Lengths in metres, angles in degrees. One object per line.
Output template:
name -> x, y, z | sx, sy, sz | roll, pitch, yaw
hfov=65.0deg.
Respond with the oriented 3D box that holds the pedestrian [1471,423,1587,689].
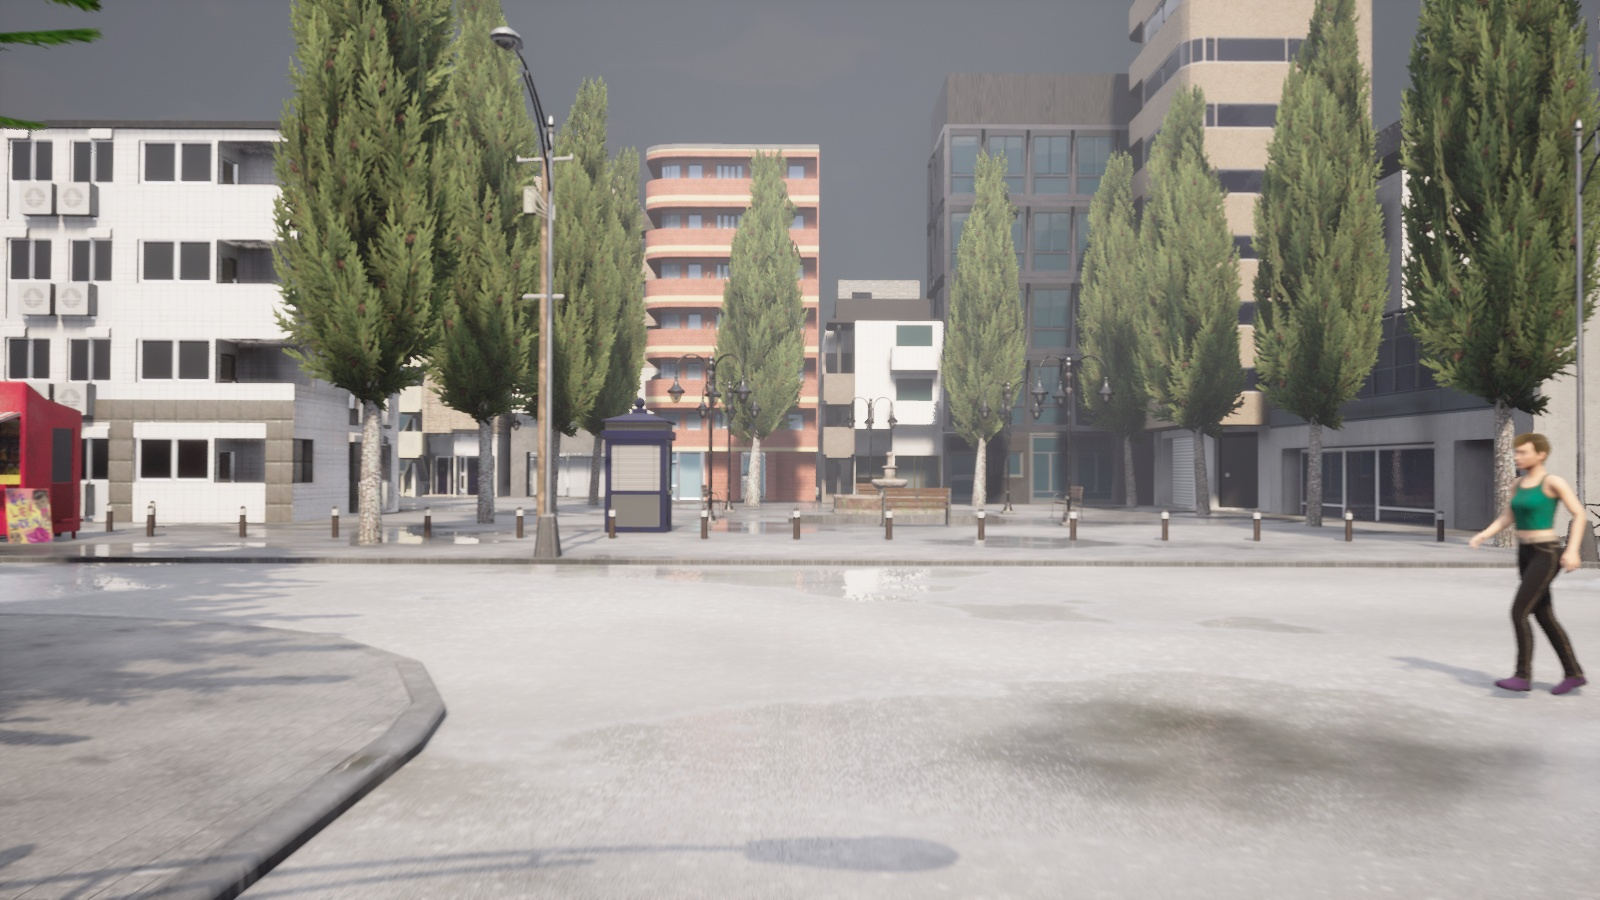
pedestrian -> 5.139, 0.736, 8.867 | 0.594, 1.836, 0.345 | 0, -1, 0
